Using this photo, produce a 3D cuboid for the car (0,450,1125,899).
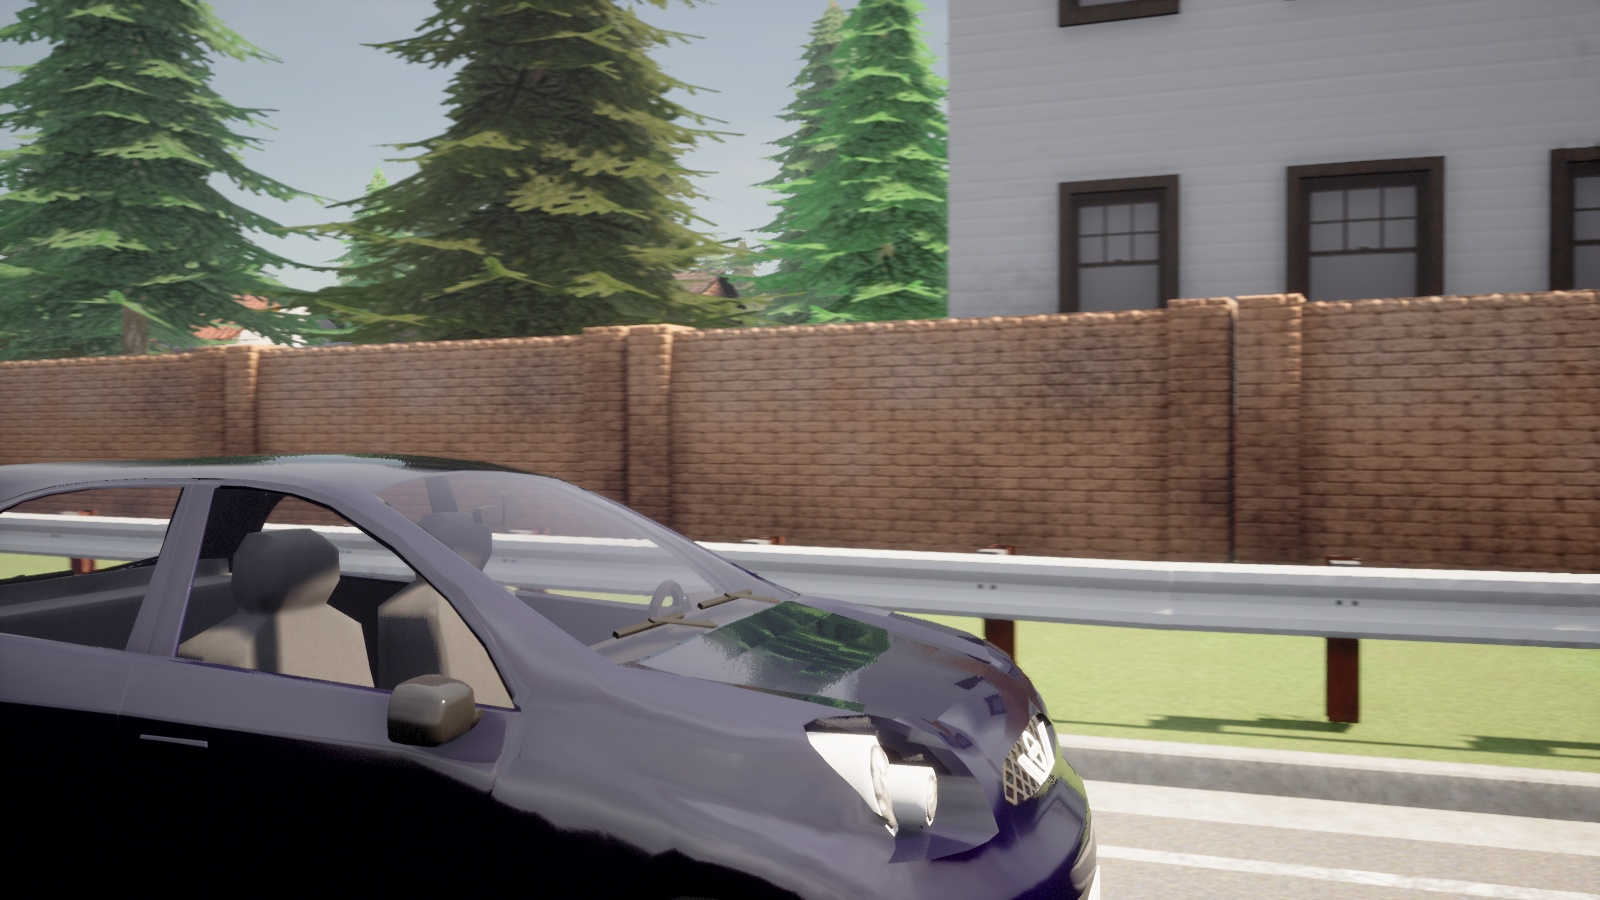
[{"bbox_3d":[-1.031,0.780,3.540,3.633,1.501,1.845,1,1,19],"label":"car"}]
